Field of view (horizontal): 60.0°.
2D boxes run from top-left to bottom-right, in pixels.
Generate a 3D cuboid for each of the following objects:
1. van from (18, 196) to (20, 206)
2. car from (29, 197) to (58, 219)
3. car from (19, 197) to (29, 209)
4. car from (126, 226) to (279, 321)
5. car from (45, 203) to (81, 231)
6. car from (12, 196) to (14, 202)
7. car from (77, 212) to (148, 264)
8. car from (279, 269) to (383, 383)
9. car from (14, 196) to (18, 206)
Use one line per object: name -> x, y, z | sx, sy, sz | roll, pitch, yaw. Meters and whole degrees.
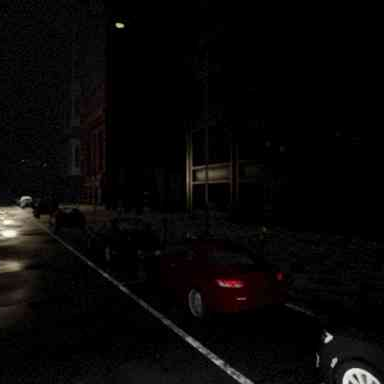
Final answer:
van -> -27.965, 1.746, 56.119 | 1.690, 1.788, 3.998 | 0, 0, -30
car -> -13.893, 1.529, 31.703 | 2.192, 1.841, 5.009 | 0, 0, -30
car -> -25.235, 1.892, 51.382 | 1.752, 1.417, 4.829 | 0, 0, -30
car -> 0.180, 1.621, 7.287 | 1.802, 1.307, 4.206 | 0, 0, -30
car -> -8.263, 1.687, 21.936 | 1.887, 1.381, 4.507 | 0, 0, -30
car -> -39.222, 2.115, 75.651 | 2.008, 1.369, 4.403 | 0, 0, -30
car -> -2.634, 1.624, 12.170 | 2.008, 1.369, 4.403 | 0, 0, -30
car -> 2.994, 1.557, 2.404 | 2.008, 1.369, 4.403 | 0, 0, -30
car -> -33.594, 1.925, 65.885 | 1.967, 1.590, 4.097 | 0, 0, -30
